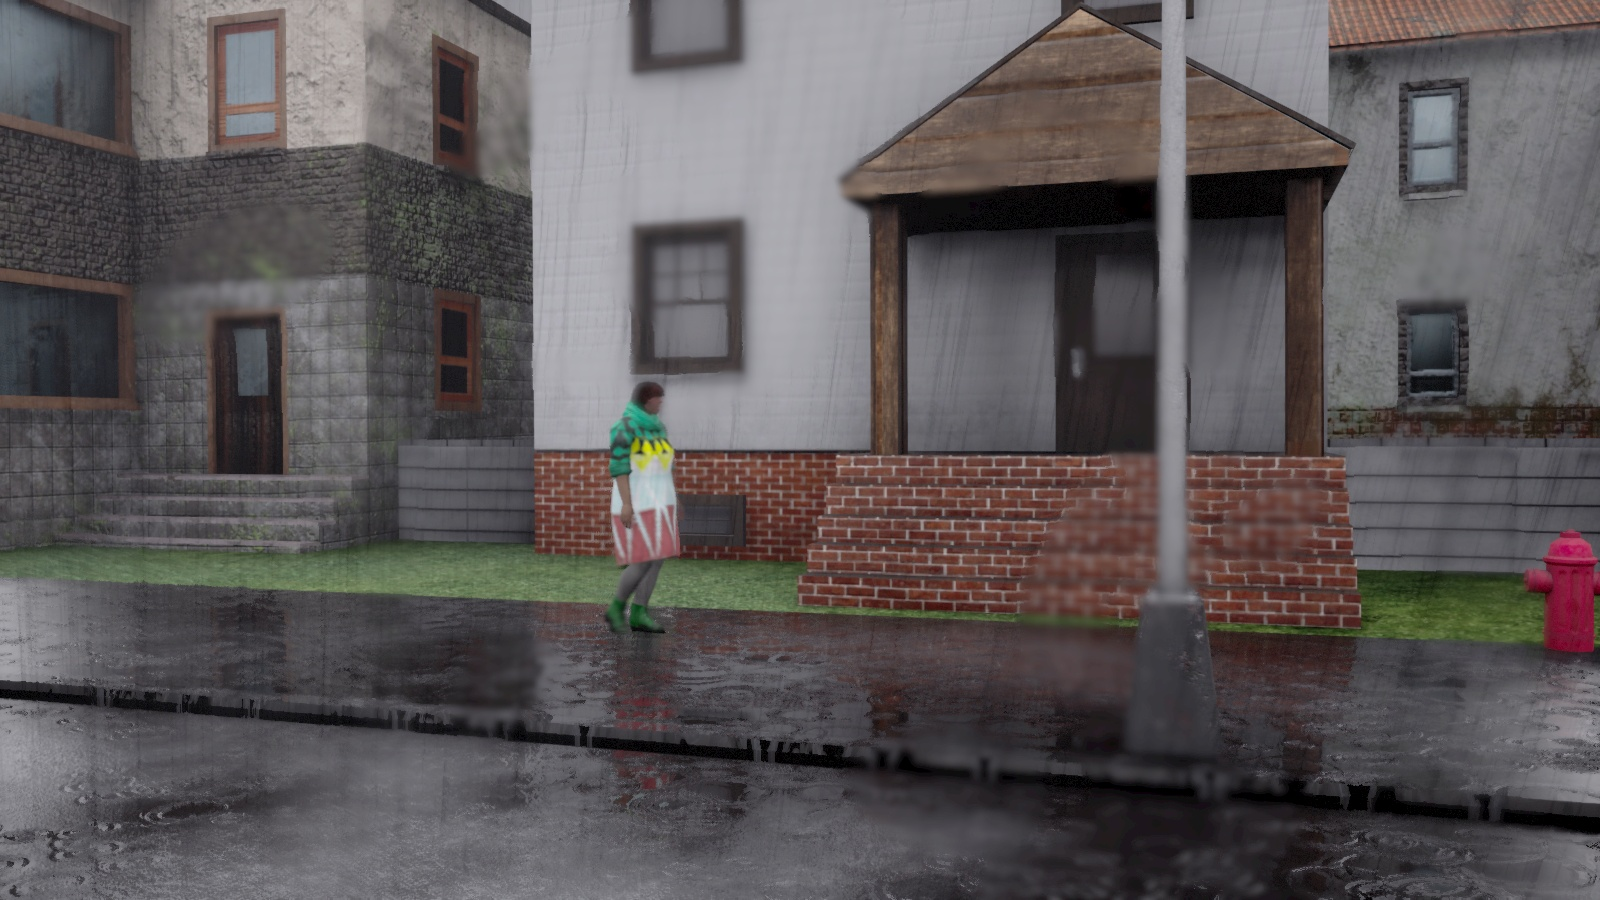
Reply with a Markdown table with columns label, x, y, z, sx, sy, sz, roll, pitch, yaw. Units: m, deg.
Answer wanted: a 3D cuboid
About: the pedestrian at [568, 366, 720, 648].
| label | x | y | z | sx | sy | sz | roll | pitch | yaw |
| --- | --- | --- | --- | --- | --- | --- | --- | --- | --- |
| pedestrian | -1.132 | 0.385 | 9.156 | 0.873 | 1.952 | 0.659 | 1 | 1 | 26 |
